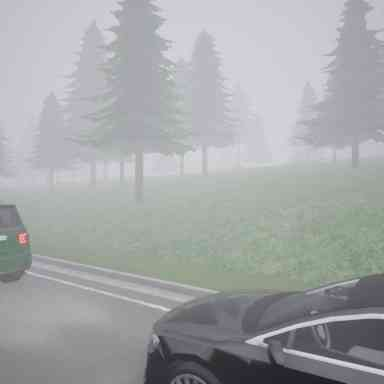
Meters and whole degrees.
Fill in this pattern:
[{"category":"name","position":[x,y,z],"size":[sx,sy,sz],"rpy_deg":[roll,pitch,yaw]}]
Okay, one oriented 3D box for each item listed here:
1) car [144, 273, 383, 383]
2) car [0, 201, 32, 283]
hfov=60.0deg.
[{"category":"car","position":[1.739,1.492,2.752],"size":[4.902,1.511,2.128],"rpy_deg":[0,0,36]},{"category":"car","position":[-6.324,1.221,8.468],"size":[5.566,2.045,2.150],"rpy_deg":[0,0,36]}]
